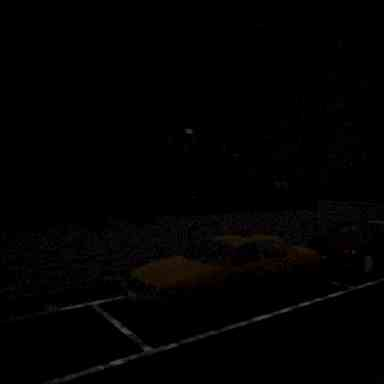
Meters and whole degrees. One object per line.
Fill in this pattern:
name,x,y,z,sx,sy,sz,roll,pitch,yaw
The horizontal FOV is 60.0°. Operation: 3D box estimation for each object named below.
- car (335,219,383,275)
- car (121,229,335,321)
car,5.529,1.583,10.611,4.507,1.381,1.887,0,0,-36
car,0.894,1.543,7.301,4.829,1.417,1.752,0,0,-36
